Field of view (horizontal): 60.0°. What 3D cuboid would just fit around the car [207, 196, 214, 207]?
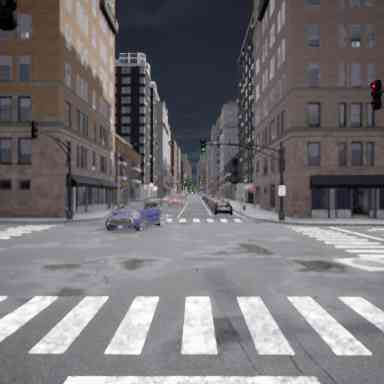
[{"bbox_3d":[3.067,1.513,38.301,1.887,1.381,4.507,1,0,1],"label":"car"}]

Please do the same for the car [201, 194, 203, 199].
[{"bbox_3d":[3.497,1.485,71.483,2.008,1.369,4.403,1,0,1],"label":"car"}]

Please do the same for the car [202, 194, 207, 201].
[{"bbox_3d":[3.354,1.512,60.422,1.947,1.339,4.313,1,0,1],"label":"car"}]

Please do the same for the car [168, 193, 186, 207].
[{"bbox_3d":[-2.451,1.303,50.512,2.097,1.767,4.553,0,0,1],"label":"car"}]

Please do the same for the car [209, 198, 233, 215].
[{"bbox_3d":[2.996,1.539,32.771,1.947,1.339,4.313,1,0,1],"label":"car"}]

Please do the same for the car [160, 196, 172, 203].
[{"bbox_3d":[-5.101,1.467,65.881,1.752,1.417,4.829,1,0,1],"label":"car"}]

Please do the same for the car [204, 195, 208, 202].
[{"bbox_3d":[3.211,1.503,49.362,1.887,1.381,4.507,1,0,1],"label":"car"}]

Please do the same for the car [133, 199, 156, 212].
[{"bbox_3d":[-5.458,1.535,38.406,1.947,1.339,4.313,1,0,1],"label":"car"}]

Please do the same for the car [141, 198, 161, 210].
[{"bbox_3d":[-5.386,1.515,43.935,2.008,1.369,4.403,1,0,1],"label":"car"}]

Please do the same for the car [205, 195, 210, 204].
[{"bbox_3d":[3.139,1.514,43.831,2.008,1.369,4.403,1,0,1],"label":"car"}]

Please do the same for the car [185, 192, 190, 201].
[{"bbox_3d":[-2.077,1.404,79.311,2.033,1.411,5.357,0,0,1],"label":"car"}]

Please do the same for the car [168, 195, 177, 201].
[{"bbox_3d":[-4.884,1.488,82.637,1.947,1.339,4.313,1,0,1],"label":"car"}]

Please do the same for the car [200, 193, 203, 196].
[{"bbox_3d":[3.641,1.487,82.543,1.947,1.339,4.313,1,0,1],"label":"car"}]

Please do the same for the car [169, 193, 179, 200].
[{"bbox_3d":[-4.810,1.231,88.165,2.192,1.841,5.009,1,0,1],"label":"car"}]

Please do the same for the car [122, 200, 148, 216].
[{"bbox_3d":[-5.530,1.556,32.877,1.802,1.307,4.206,1,0,1],"label":"car"}]

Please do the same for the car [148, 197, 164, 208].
[{"bbox_3d":[-5.314,1.504,49.464,1.887,1.381,4.507,1,0,1],"label":"car"}]

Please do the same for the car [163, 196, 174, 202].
[{"bbox_3d":[-5.028,1.501,71.579,1.947,1.339,4.313,1,0,1],"label":"car"}]

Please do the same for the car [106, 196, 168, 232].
[{"bbox_3d":[-3.346,1.301,20.099,2.097,1.767,4.553,-1,0,13],"label":"car"}]
